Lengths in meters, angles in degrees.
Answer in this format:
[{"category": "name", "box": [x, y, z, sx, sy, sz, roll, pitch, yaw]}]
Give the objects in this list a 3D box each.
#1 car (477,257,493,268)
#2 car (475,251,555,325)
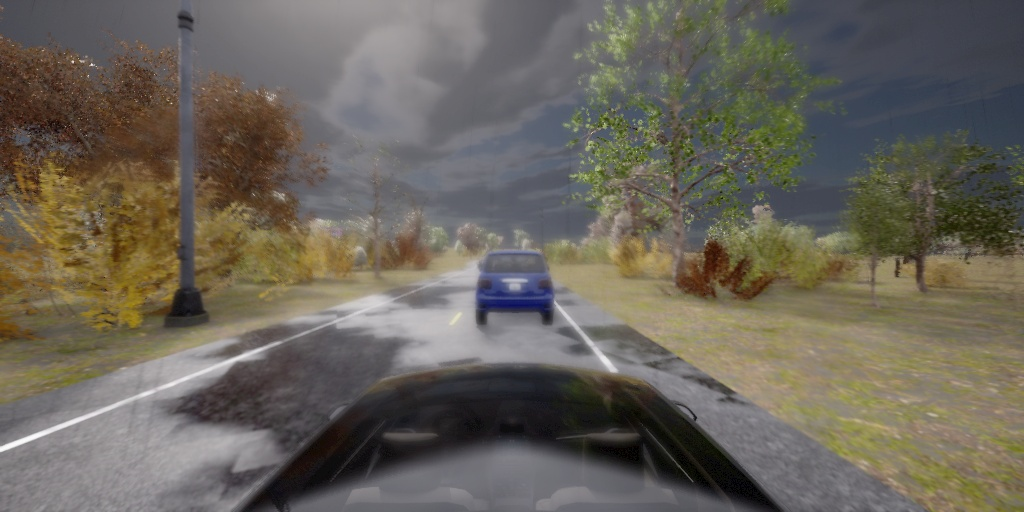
[{"category": "car", "box": [-3.887, 0.907, 52.637, 2.128, 1.511, 4.902, 0, 0, -3]}, {"category": "car", "box": [0.069, 0.902, 11.632, 2.150, 2.045, 5.566, 0, -1, 0]}]
